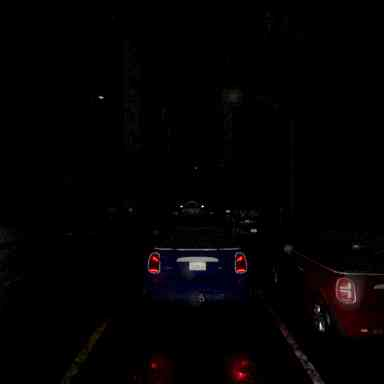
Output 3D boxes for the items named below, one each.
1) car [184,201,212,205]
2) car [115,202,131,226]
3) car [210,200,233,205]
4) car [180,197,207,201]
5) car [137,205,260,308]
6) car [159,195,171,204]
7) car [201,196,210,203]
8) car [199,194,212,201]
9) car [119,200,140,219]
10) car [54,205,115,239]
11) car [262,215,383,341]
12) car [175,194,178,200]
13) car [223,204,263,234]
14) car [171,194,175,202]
[{"bbox_3d":[0.098,1.479,17.377,1.882,1.535,5.008,0,0,0],"label":"car"},{"bbox_3d":[-5.669,1.584,23.034,1.802,1.307,4.206,0,0,0],"label":"car"},{"bbox_3d":[2.858,1.569,28.534,1.947,1.339,4.313,0,0,0],"label":"car"},{"bbox_3d":[0.003,1.459,27.399,1.801,1.575,5.366,0,0,0],"label":"car"},{"bbox_3d":[0.100,1.352,8.097,2.097,1.767,4.553,0,0,0],"label":"car"},{"bbox_3d":[-5.628,1.625,65.638,1.802,1.307,4.206,0,0,0],"label":"car"},{"bbox_3d":[2.907,1.579,71.203,1.752,1.417,4.829,0,0,0],"label":"car"},{"bbox_3d":[2.896,1.484,65.624,1.967,1.590,4.097,0,0,0],"label":"car"},{"bbox_3d":[-5.668,1.443,28.535,1.967,1.590,4.097,0,0,0],"label":"car"},{"bbox_3d":[-5.669,1.567,17.532,1.947,1.339,4.313,0,0,0],"label":"car"},{"bbox_3d":[2.855,1.440,6.528,1.967,1.590,4.097,0,0,0],"label":"car"},{"bbox_3d":[-5.576,1.637,92.510,1.752,1.417,4.829,0,0,0],"label":"car"},{"bbox_3d":[2.856,1.552,17.531,2.008,1.369,4.403,0,0,0],"label":"car"},{"bbox_3d":[-5.607,1.616,76.455,2.008,1.369,4.403,0,0,0],"label":"car"}]
